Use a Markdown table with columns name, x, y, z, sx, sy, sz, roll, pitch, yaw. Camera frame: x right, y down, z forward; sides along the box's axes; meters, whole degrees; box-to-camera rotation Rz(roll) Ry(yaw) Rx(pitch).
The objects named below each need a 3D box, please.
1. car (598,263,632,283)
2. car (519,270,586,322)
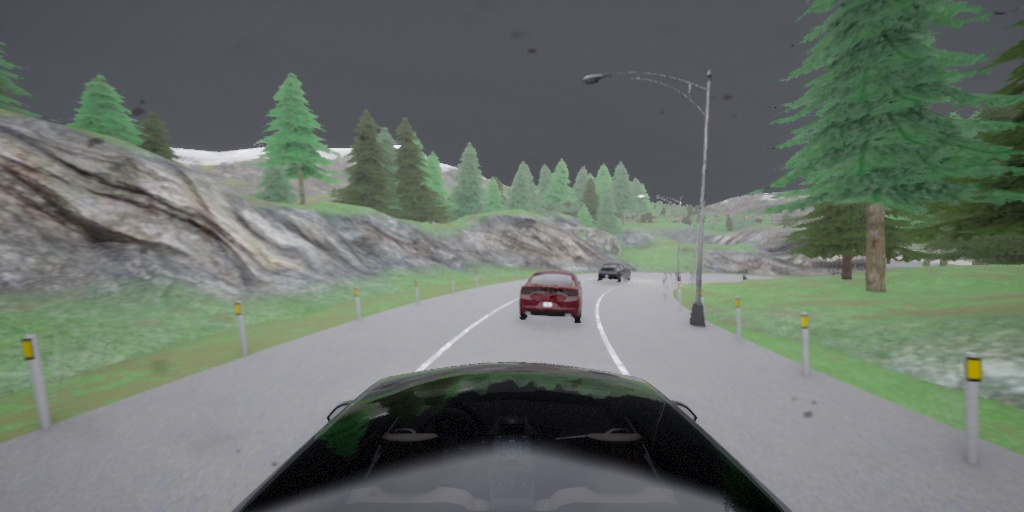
| name | x | y | z | sx | sy | sz | roll | pitch | yaw |
| --- | --- | --- | --- | --- | --- | --- | --- | --- | --- |
| car | 8.702 | 1.374 | 30.162 | 1.837 | 1.490 | 4.892 | 3 | 1 | 31 |
| car | 1.502 | 1.217 | 12.547 | 1.882 | 1.535 | 5.008 | 1 | 0 | 12 |
